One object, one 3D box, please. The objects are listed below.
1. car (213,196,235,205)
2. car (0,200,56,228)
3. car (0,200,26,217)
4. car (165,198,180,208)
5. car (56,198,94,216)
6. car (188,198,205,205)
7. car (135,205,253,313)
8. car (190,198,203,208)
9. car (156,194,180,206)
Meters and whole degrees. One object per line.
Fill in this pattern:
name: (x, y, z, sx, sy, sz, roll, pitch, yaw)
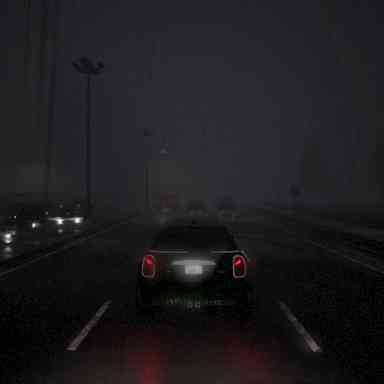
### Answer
car: (4.006, 1.352, 40.178, 2.097, 1.767, 4.553, 0, 0, 1)
car: (-11.252, 1.492, 21.915, 2.128, 1.511, 4.902, 0, 0, 1)
car: (-18.116, 1.526, 32.114, 1.812, 1.442, 4.674, 0, 0, 1)
car: (-2.883, 1.564, 50.185, 1.994, 1.385, 4.181, 0, 0, 1)
car: (-11.116, 1.352, 32.051, 2.097, 1.767, 4.553, 0, 0, 1)
car: (0.506, 1.491, 40.206, 2.128, 1.511, 4.902, 0, 0, 1)
car: (0.060, 1.352, 7.812, 2.097, 1.767, 4.553, 0, 0, 1)
car: (0.629, 1.601, 50.548, 1.895, 1.301, 4.718, 0, 0, 1)
car: (-3.011, 1.221, 39.594, 2.150, 2.045, 5.566, 0, 0, 1)
